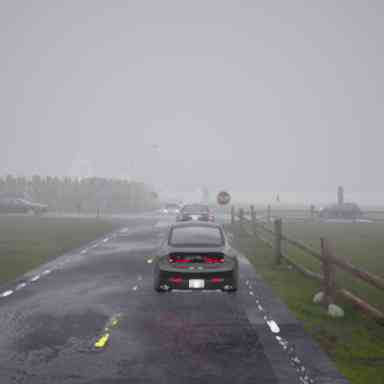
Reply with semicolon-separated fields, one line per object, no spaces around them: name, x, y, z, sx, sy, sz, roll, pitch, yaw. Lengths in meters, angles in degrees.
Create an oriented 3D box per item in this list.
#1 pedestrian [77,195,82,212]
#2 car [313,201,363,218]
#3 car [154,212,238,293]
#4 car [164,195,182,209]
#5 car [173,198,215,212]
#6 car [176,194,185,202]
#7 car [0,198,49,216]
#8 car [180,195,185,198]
pedestrian;-12.178;1.249;35.991;0.375;1.860;0.375;0;-2;0
car;14.314;1.752;33.047;4.553;1.767;2.097;1;-1;0
car;0.100;1.534;8.922;1.837;1.490;4.892;0;0;0
car;-2.847;1.627;47.586;1.882;1.535;5.008;0;0;0
car;0.288;1.414;19.582;2.097;1.767;4.553;0;0;3
car;-2.770;1.470;80.563;2.097;1.767;4.553;0;0;0
car;-15.552;1.307;29.963;5.008;1.535;1.882;1;-1;1
car;-2.799;1.683;65.392;1.882;1.535;5.008;0;0;0
